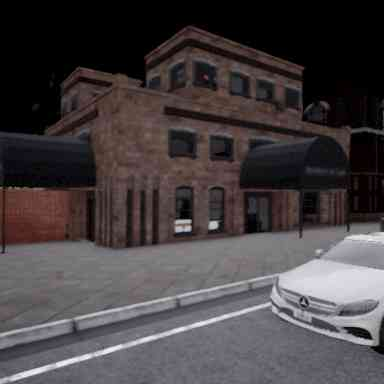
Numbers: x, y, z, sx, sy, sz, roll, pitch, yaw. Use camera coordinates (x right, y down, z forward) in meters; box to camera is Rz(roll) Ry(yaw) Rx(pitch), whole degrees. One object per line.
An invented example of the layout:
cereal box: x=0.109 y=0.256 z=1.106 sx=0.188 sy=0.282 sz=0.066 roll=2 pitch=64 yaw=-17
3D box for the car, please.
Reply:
car: x=3.501 y=1.526 z=6.184 sx=4.674 sy=1.442 sz=1.812 roll=0 pitch=0 yaw=-36
